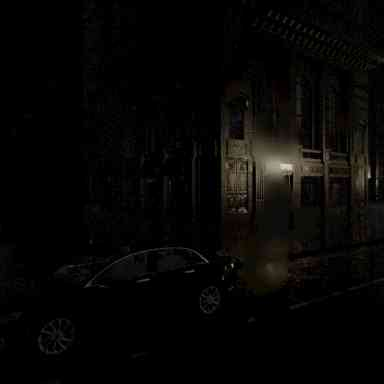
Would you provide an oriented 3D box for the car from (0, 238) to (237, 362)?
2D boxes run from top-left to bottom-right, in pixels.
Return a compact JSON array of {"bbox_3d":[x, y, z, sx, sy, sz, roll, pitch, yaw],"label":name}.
[{"bbox_3d":[-1.172,1.550,5.810,4.403,1.369,2.008,0,0,-35],"label":"car"}]
